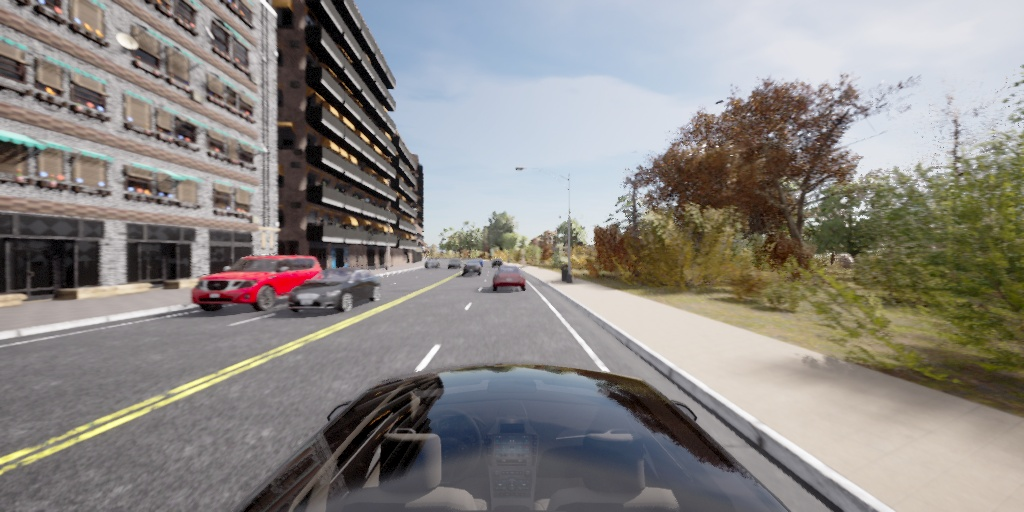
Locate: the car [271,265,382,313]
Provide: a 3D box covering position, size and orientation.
[{"bbox_3d":[-6.692,1.242,14.081,2.128,1.511,4.902,0,0,-1],"label":"car"}]

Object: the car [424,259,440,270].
[{"bbox_3d":[-11.712,1.190,52.776,2.128,1.511,4.902,0,0,-4],"label":"car"}]

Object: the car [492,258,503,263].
[{"bbox_3d":[-2.553,1.157,61.486,1.837,1.490,4.892,0,0,-5],"label":"car"}]

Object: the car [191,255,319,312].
[{"bbox_3d":[-9.949,0.981,14.717,2.150,2.045,5.566,0,0,-1],"label":"car"}]

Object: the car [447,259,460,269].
[{"bbox_3d":[-8.478,1.193,53.104,1.837,1.490,4.892,0,0,-4],"label":"car"}]

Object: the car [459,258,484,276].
[{"bbox_3d":[-4.059,1.233,36.970,1.812,1.442,4.674,0,0,-3],"label":"car"}]

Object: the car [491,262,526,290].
[{"bbox_3d":[-0.212,1.286,22.223,1.994,1.385,4.181,0,0,-2],"label":"car"}]
